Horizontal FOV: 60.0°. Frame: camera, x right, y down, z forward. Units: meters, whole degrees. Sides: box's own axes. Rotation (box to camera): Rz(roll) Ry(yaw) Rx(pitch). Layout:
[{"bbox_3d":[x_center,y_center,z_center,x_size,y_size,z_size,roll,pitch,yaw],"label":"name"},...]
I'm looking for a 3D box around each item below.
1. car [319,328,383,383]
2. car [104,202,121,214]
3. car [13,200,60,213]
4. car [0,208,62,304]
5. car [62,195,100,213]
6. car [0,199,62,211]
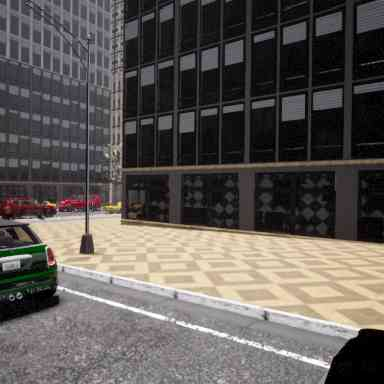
[{"bbox_3d":[3.014,1.601,1.530,4.718,1.301,1.895,0,0,36],"label":"car"},{"bbox_3d":[-8.099,1.829,39.337,1.752,1.417,4.829,1,0,37],"label":"car"},{"bbox_3d":[-18.394,1.641,39.519,1.752,1.417,4.829,1,0,37],"label":"car"},{"bbox_3d":[-4.984,1.348,7.248,4.553,1.767,2.097,0,0,36],"label":"car"},{"bbox_3d":[-13.977,1.415,41.102,2.150,2.045,5.566,1,0,37],"label":"car"},{"bbox_3d":[-14.913,1.518,30.138,2.192,1.841,5.009,1,0,37],"label":"car"}]
